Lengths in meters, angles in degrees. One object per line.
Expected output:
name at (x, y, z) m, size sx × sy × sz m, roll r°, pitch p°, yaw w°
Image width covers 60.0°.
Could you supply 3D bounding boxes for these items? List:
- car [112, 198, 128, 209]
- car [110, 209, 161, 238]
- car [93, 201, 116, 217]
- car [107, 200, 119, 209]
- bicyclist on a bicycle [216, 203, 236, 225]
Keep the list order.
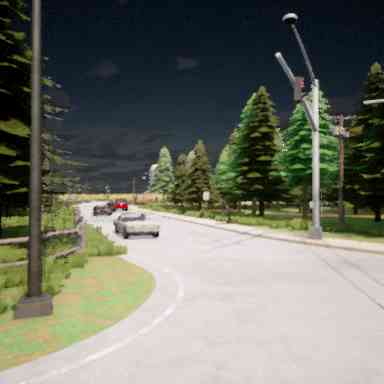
car at (-11.426, 1.983, 52.289) m, size 2.150 × 2.045 × 5.566 m, roll 0°, pitch -1°, yaw -19°
car at (-3.237, 1.867, 19.128) m, size 1.895 × 1.301 × 4.718 m, roll 0°, pitch -1°, yaw -21°
car at (-10.485, 2.127, 38.846) m, size 1.994 × 1.385 × 4.181 m, roll 0°, pitch -1°, yaw -20°
car at (-14.914, 2.390, 62.466) m, size 1.882 × 1.535 × 5.008 m, roll 0°, pitch -1°, yaw -18°
bicyclist on a bicycle at (2.558, 1.658, 24.819) m, size 1.656 × 1.620 × 0.582 m, roll 0°, pitch -1°, yaw -20°
